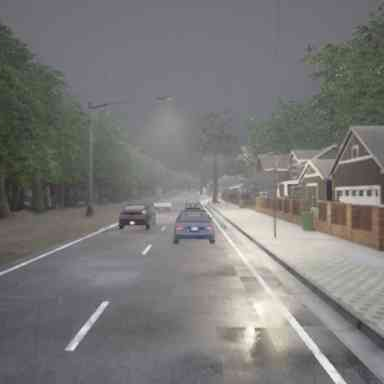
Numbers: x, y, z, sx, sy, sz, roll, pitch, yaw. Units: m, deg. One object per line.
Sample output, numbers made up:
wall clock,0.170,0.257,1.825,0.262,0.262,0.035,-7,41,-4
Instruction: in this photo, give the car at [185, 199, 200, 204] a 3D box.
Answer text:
car,0.108,1.510,38.020,2.033,1.411,5.357,0,0,0

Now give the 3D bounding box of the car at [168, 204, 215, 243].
car,0.103,1.543,16.048,2.033,1.411,5.357,0,0,0

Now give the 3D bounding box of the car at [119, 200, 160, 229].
car,-3.396,1.497,21.311,1.837,1.490,4.892,0,0,0

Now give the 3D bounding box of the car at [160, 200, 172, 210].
car,-3.395,1.558,39.548,1.895,1.301,4.718,0,0,0
